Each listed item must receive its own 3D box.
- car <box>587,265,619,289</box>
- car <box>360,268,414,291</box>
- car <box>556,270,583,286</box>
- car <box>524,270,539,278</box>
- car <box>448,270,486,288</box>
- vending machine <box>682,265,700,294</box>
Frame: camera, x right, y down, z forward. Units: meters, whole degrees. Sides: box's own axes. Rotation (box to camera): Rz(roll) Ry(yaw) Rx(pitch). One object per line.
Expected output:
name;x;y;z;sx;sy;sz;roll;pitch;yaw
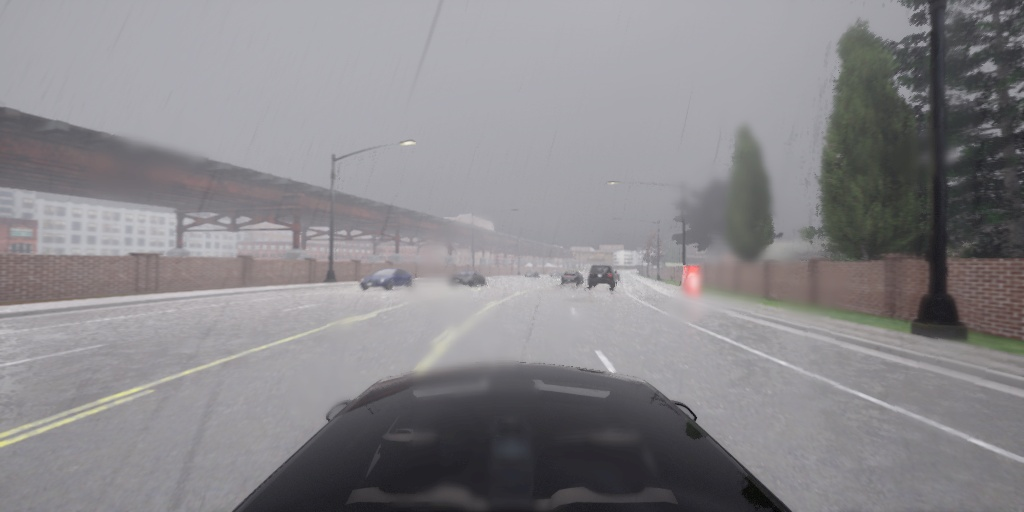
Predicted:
car;8.274;1.883;32.601;2.150;2.045;5.566;0;-3;20
car;-8.234;1.529;24.139;1.812;1.442;4.674;1;-2;11
car;6.374;2.294;37.721;2.128;1.511;4.902;1;-2;18
car;3.624;3.216;64.717;2.128;1.511;4.902;1;-2;18
car;-3.543;1.832;29.031;1.994;1.385;4.181;1;-2;15
vending machine;12.086;1.622;24.202;1.100;2.100;0.880;0;0;14
